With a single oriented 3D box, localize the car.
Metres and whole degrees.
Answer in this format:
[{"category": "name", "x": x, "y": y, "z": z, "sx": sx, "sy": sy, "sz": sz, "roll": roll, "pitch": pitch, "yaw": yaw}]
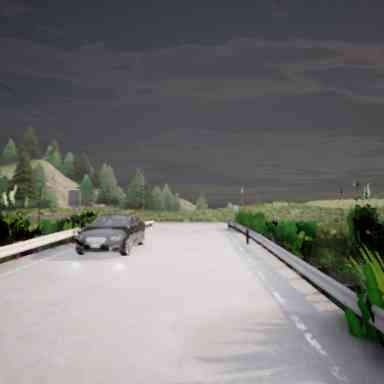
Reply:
[{"category": "car", "x": -3.117, "y": 1.622, "z": 13.599, "sx": 2.128, "sy": 1.511, "sz": 4.902, "roll": 0, "pitch": -2, "yaw": 3}]
